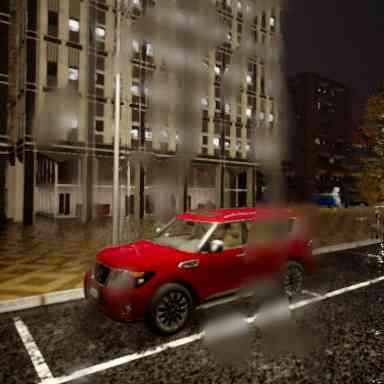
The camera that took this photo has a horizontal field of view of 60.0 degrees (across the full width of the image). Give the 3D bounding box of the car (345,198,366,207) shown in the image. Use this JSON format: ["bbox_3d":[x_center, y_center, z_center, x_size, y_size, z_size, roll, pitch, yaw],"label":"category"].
[{"bbox_3d":[24.662,1.507,49.448,1.947,1.339,4.313,1,-1,-36],"label":"car"}]

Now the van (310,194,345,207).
[{"bbox_3d":[17.857,1.138,44.566,1.690,1.788,3.998,1,-1,-36],"label":"van"}]

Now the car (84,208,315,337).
[{"bbox_3d":[0.462,1.310,6.870,5.009,1.841,2.192,0,1,-36],"label":"car"}]

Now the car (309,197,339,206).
[{"bbox_3d":[21.380,1.508,54.024,1.802,1.307,4.206,1,-1,-36],"label":"car"}]

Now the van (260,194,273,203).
[{"bbox_3d":[14.821,1.237,63.178,1.690,1.788,3.998,1,-1,-36],"label":"van"}]
